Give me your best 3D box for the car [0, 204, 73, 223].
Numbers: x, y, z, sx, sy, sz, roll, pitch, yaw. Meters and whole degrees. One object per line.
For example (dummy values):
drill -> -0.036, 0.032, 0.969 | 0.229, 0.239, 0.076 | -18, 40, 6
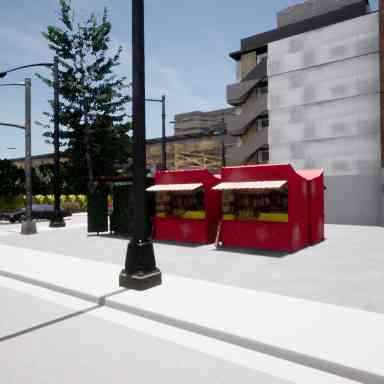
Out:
car -> -12.420, 1.686, 26.929 | 2.033, 1.411, 5.357 | -1, -1, 36

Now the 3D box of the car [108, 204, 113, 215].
car -> -6.889, 1.489, 34.575 | 2.097, 1.767, 4.553 | -1, -1, 36
